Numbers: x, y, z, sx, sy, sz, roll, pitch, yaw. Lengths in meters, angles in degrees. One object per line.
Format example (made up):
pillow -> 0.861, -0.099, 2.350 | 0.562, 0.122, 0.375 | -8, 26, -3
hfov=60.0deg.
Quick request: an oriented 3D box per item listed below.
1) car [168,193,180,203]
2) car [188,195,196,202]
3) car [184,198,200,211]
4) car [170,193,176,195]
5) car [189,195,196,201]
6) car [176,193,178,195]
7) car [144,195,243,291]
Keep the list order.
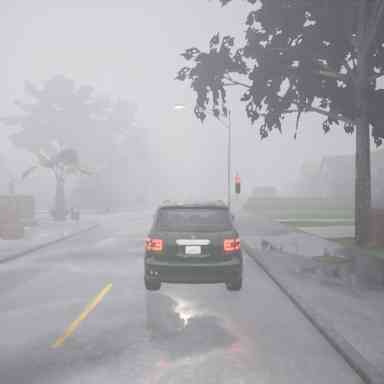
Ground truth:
car -> -3.922, 1.225, 73.325 | 2.150, 2.045, 5.566 | 0, 0, 0
car -> 0.083, 1.500, 78.034 | 1.837, 1.490, 4.892 | 0, 0, 0
car -> 0.093, 1.525, 41.793 | 1.812, 1.442, 4.674 | 0, 0, 3
car -> -4.036, 1.352, 52.410 | 2.097, 1.767, 4.553 | 0, 0, 0
car -> 0.094, 1.478, 88.123 | 1.882, 1.535, 5.008 | 0, 0, 0
car -> -3.992, 1.491, 62.812 | 2.128, 1.511, 4.902 | 0, 0, 0
car -> 0.047, 1.221, 9.170 | 2.150, 2.045, 5.566 | 0, 0, 1
